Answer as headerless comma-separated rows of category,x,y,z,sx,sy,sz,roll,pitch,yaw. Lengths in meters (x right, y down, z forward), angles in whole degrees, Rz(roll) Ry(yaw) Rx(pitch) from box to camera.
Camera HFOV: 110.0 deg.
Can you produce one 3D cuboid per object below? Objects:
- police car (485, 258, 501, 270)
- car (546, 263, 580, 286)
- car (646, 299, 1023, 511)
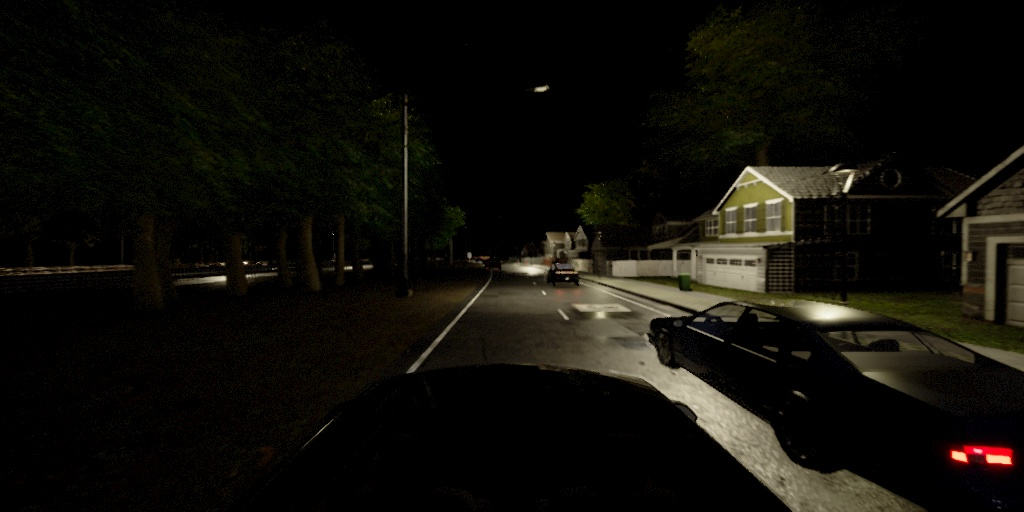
police car,-2.695,1.224,55.623,1.930,1.638,5.238,0,0,-5
car,3.532,1.271,25.517,2.128,1.511,4.902,0,0,-1
car,3.597,1.295,4.737,2.033,1.411,5.357,0,0,0
